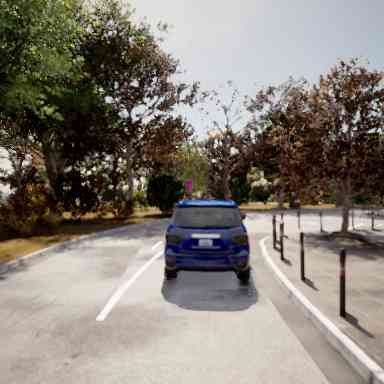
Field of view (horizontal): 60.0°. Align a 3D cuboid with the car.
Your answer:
[{"bbox_3d":[0.507,1.246,10.192,2.150,2.045,5.566,0,0,4],"label":"car"}]
